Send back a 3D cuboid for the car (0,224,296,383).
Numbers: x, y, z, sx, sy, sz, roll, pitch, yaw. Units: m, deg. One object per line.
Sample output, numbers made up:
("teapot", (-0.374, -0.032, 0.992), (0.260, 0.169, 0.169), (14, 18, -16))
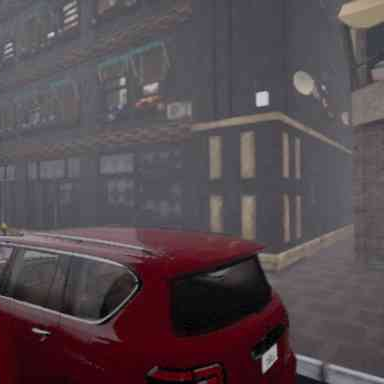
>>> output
("car", (-1.367, 1.315, 3.864), (5.009, 1.841, 2.192), (0, -1, 35))
